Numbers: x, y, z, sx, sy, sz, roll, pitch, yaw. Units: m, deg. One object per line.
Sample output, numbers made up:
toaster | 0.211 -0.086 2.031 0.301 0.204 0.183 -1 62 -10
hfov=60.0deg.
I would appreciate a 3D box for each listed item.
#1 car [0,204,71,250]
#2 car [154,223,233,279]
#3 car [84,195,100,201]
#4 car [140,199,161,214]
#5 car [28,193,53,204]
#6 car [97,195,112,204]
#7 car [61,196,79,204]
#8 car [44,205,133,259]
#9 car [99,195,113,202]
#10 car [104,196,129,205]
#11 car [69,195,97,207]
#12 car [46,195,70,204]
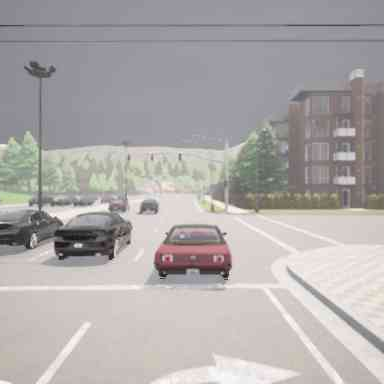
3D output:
car | -7.113 1.502 14.334 1.837 1.490 4.892 0 0 -1
car | 0.127 1.599 10.056 1.895 1.301 4.718 0 0 2
car | -23.744 1.405 79.156 2.128 1.511 4.902 0 0 0
car | -4.513 1.499 35.958 1.837 1.490 4.892 0 0 -3
car | -23.608 1.213 52.419 2.150 2.045 5.566 0 0 0
car | -16.669 1.493 65.483 1.837 1.490 4.892 0 0 0
car | -23.664 1.491 64.591 1.837 1.490 4.892 0 0 0
car | -3.511 1.475 12.664 1.882 1.535 5.008 0 0 0
car | -20.240 1.428 78.592 2.128 1.511 4.902 0 0 0
car | -8.068 1.519 36.889 1.812 1.442 4.674 0 0 -3
car | -16.606 1.592 50.968 1.895 1.301 4.718 0 0 0
car | -20.106 1.592 51.288 1.895 1.301 4.718 0 0 0
